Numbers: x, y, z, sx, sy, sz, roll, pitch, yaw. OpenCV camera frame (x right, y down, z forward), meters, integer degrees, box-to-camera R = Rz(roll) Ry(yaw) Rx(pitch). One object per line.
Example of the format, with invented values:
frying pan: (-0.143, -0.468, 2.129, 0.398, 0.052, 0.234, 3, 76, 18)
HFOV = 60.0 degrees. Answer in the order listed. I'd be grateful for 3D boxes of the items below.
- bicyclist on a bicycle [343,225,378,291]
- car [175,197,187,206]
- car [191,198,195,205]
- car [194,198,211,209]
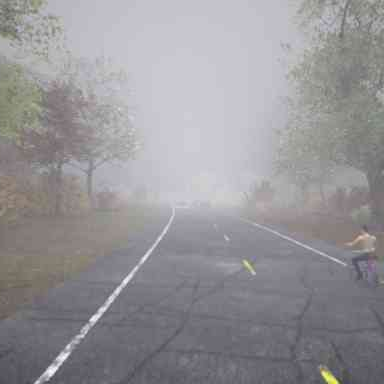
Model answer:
bicyclist on a bicycle: (4.491, 1.659, 8.762, 0.866, 1.612, 1.509, 2, -1, 1)
car: (-2.097, 2.119, 66.071, 1.895, 1.301, 4.718, 2, 0, -4)
car: (0.954, 2.159, 72.672, 1.837, 1.490, 4.892, 2, 0, -4)
car: (2.137, 2.067, 56.989, 2.128, 1.511, 4.902, 2, 0, -4)
